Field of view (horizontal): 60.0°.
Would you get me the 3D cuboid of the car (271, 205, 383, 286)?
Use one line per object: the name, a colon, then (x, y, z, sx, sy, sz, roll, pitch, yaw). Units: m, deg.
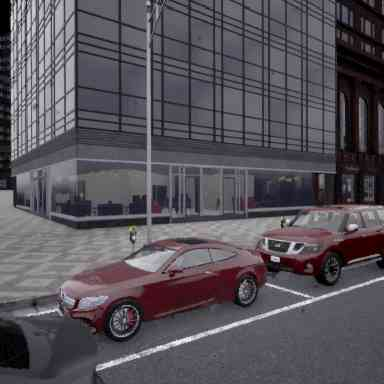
car: (4.074, 1.315, 9.578, 5.009, 1.841, 2.192, 0, 0, -36)

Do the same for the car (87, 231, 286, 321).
car: (-0.338, 1.582, 6.419, 4.206, 1.307, 1.802, 0, 0, -36)

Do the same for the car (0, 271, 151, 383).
car: (-2.791, 1.505, 1.384, 4.892, 1.490, 1.837, 0, 0, -36)
